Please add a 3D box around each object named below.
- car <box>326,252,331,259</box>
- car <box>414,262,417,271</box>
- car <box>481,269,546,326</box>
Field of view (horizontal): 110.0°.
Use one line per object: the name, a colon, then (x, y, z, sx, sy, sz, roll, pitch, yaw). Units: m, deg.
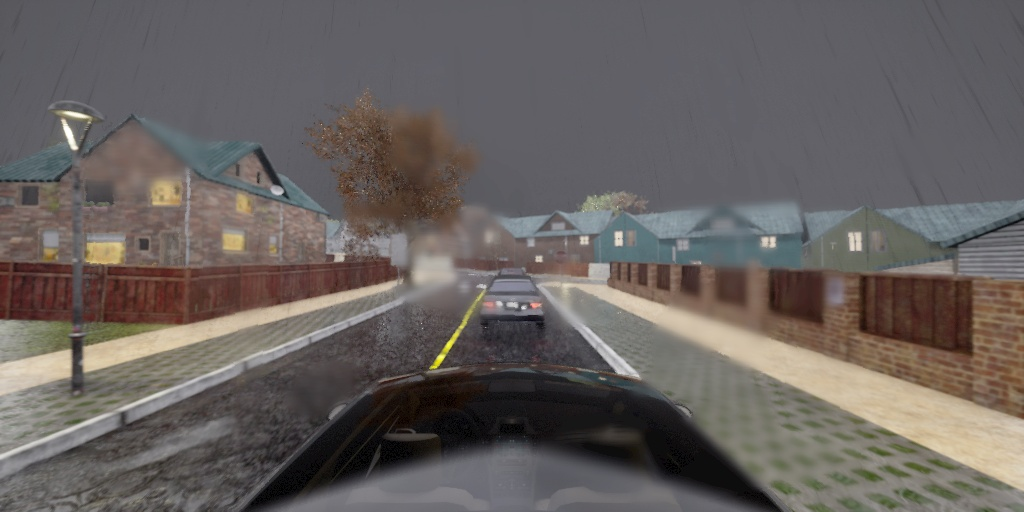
car: (-26.958, 0.055, 49.749, 5.566, 2.045, 2.150, 3, 0, 37)
car: (-13.011, 0.830, 41.048, 5.008, 1.535, 1.882, 2, 0, 32)
car: (0.025, 1.314, 11.626, 2.033, 1.411, 5.357, 0, 0, 0)
